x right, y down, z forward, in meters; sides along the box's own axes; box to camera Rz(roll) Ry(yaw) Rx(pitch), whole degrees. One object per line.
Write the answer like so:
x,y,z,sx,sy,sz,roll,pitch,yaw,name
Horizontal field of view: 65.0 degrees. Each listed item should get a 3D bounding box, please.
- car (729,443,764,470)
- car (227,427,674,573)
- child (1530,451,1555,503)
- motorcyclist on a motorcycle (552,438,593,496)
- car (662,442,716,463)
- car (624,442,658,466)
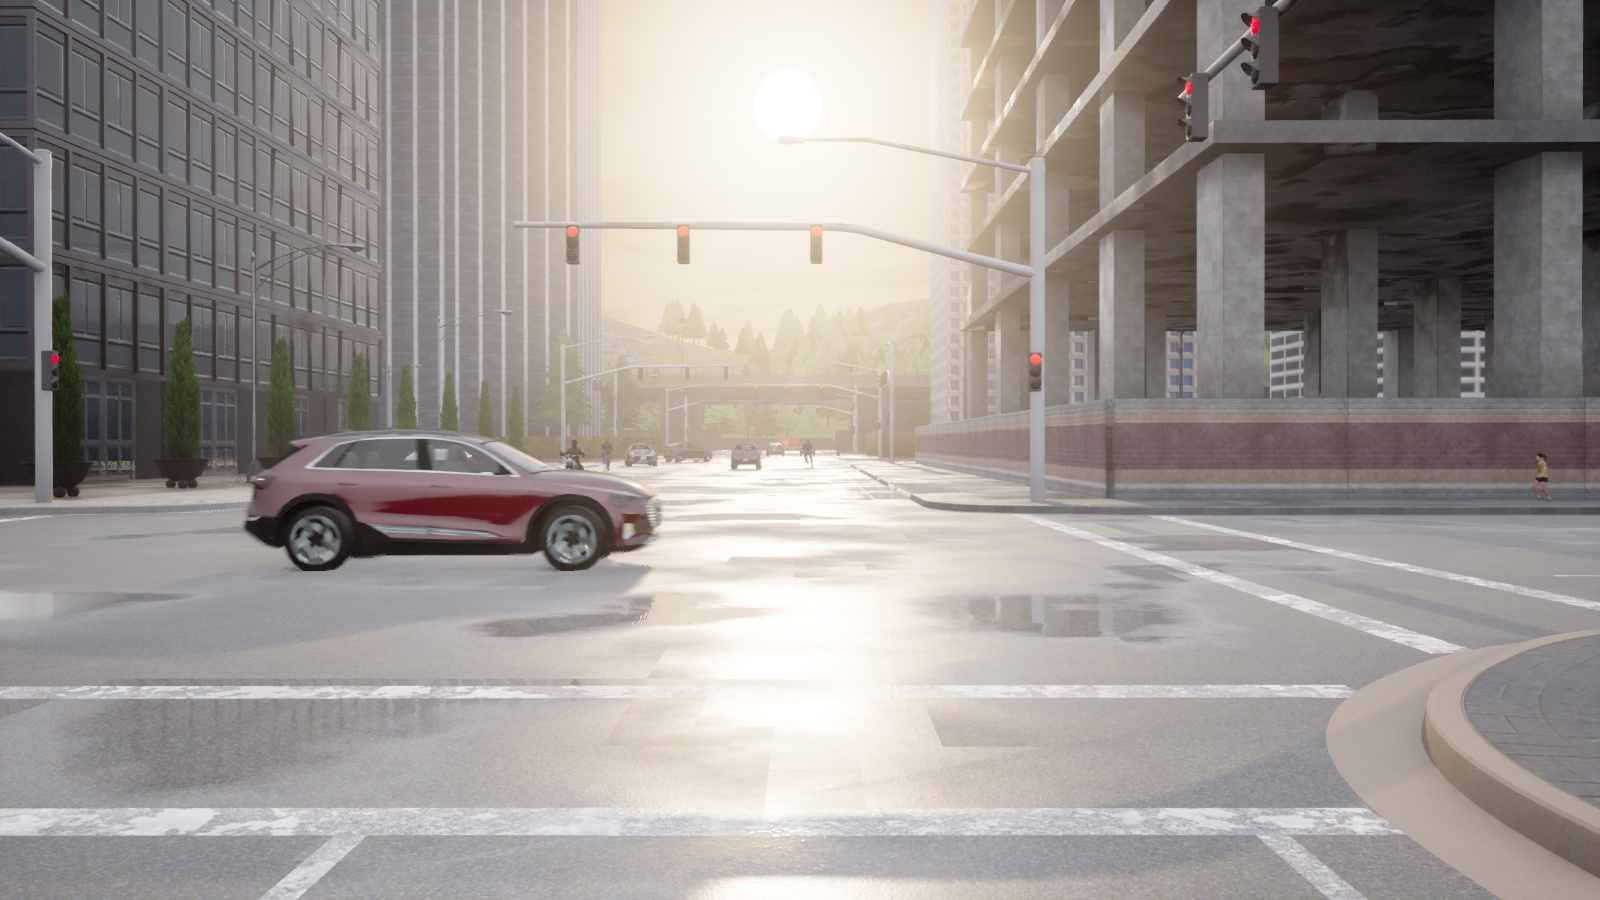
-3.061,0.351,72.112,1.845,1.501,3.633,0,0,0,car
-4.040,0.558,15.186,4.856,1.649,2.033,0,0,-1,car
16.091,0.587,27.206,0.394,1.110,0.255,0,0,4,child
-6.765,0.480,37.403,0.766,1.649,2.350,0,0,0,motorcyclist on a motorcycle
-8.445,0.177,95.931,3.705,1.549,1.789,0,1,-35,car
-10.210,0.249,80.563,1.970,1.475,3.806,0,0,-11,car
